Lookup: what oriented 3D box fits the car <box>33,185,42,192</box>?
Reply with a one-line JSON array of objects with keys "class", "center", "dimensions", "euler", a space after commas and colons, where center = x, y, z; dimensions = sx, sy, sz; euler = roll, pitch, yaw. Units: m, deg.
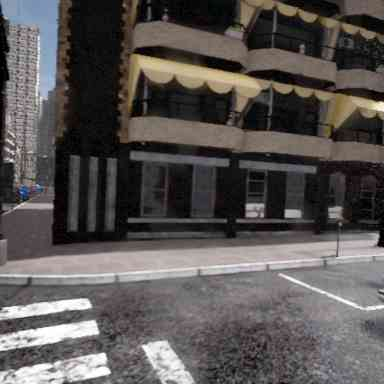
[{"class": "car", "center": [-40.293, -0.922, 86.663], "dimensions": [1.967, 1.590, 4.097], "euler": [2, 1, -22]}]

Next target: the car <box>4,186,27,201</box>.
[{"class": "car", "center": [-21.794, 0.359, 40.527], "dimensions": [2.008, 1.369, 4.403], "euler": [2, 1, -22]}]

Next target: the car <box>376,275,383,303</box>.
[{"class": "car", "center": [5.483, 1.622, 5.595], "dimensions": [4.718, 1.301, 1.895], "euler": [1, 1, -23]}]

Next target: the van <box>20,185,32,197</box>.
[{"class": "van", "center": [-25.901, -0.112, 50.783], "dimensions": [1.690, 1.788, 3.998], "euler": [2, 1, -22]}]

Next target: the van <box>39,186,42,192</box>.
[{"class": "van", "center": [-38.243, -0.887, 81.559], "dimensions": [1.690, 1.788, 3.998], "euler": [2, 1, -22]}]

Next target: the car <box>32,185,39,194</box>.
[{"class": "car", "center": [-32.079, -0.297, 66.174], "dimensions": [1.887, 1.381, 4.507], "euler": [2, 1, -22]}]
